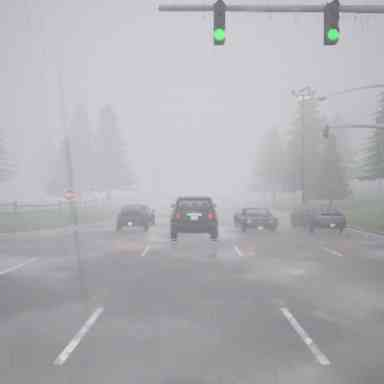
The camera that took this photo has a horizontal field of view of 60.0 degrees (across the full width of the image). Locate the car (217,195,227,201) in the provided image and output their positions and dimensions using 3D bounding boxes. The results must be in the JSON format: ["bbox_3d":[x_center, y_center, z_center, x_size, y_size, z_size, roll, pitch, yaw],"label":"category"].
[{"bbox_3d":[6.995,1.298,77.104,1.994,1.385,4.181,0,0,0],"label":"car"}]

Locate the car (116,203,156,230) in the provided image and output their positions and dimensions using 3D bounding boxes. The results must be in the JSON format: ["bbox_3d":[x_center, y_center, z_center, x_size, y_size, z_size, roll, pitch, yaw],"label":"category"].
[{"bbox_3d":[-3.402,1.481,20.705,1.837,1.490,4.892,0,0,0],"label":"car"}]

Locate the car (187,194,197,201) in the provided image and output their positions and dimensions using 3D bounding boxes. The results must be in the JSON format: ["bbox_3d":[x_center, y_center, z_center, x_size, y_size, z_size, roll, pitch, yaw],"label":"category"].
[{"bbox_3d":[-0.005,1.271,77.104,2.128,1.511,4.902,0,0,0],"label":"car"}]

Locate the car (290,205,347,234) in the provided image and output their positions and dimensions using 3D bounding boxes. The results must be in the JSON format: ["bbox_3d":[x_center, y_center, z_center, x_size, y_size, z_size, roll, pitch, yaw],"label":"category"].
[{"bbox_3d":[7.098,1.470,19.203,2.128,1.511,4.902,0,0,0],"label":"car"}]

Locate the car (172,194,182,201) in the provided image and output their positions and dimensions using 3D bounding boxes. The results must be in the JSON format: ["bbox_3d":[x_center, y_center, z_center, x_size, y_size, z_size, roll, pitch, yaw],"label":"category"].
[{"bbox_3d":[-3.505,1.285,77.103,2.033,1.411,5.357,0,0,0],"label":"car"}]

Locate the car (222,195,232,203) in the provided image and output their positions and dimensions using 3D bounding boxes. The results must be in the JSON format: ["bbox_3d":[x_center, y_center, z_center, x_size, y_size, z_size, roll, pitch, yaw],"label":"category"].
[{"bbox_3d":[6.996,1.486,67.068,1.994,1.385,4.181,0,0,0],"label":"car"}]

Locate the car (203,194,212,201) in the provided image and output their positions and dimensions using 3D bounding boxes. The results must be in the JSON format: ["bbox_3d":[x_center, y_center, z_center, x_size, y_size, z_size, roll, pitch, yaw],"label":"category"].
[{"bbox_3d":[3.495,1.224,77.104,1.882,1.535,5.008,0,0,0],"label":"car"}]

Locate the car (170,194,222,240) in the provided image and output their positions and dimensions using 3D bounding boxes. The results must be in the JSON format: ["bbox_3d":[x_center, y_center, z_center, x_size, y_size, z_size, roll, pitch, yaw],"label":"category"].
[{"bbox_3d":[0.099,1.202,16.937,2.150,2.045,5.566,0,0,0],"label":"car"}]

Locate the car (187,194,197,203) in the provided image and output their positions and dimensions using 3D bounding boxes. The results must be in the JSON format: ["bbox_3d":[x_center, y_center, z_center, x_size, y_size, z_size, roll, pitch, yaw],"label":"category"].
[{"bbox_3d":[-0.004,1.276,67.070,2.097,1.767,4.553,0,0,0],"label":"car"}]

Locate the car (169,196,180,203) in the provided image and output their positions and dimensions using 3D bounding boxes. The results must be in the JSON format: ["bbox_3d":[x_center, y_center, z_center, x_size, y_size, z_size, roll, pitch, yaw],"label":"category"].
[{"bbox_3d":[-3.504,1.472,66.684,2.033,1.411,5.357,0,0,0],"label":"car"}]

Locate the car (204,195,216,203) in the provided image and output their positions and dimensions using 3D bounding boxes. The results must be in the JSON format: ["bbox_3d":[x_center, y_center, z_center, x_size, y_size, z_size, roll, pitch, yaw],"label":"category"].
[{"bbox_3d":[3.496,1.419,66.684,2.128,1.511,4.902,0,0,0],"label":"car"}]

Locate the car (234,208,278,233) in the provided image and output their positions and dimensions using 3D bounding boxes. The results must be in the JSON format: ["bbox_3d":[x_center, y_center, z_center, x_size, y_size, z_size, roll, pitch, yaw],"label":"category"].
[{"bbox_3d":[3.598,1.579,19.661,1.895,1.301,4.718,0,0,0],"label":"car"}]
